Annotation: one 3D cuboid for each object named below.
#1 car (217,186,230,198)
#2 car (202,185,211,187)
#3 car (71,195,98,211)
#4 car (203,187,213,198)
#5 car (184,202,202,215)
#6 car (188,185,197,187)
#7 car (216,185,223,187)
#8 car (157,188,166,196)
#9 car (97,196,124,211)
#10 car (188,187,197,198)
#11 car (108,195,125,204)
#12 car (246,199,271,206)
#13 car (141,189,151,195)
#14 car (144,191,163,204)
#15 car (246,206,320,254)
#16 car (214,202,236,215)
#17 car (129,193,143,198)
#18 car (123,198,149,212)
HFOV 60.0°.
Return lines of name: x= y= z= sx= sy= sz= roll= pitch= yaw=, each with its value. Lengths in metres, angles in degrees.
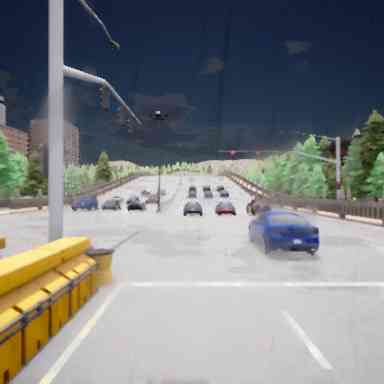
car: x=7.085 y=0.306 z=72.608 sx=1.882 sy=1.535 sz=5.008 roll=0 pitch=7 yaw=0
car: x=3.640 y=-0.981 z=82.649 sx=1.882 sy=1.535 sz=5.008 roll=0 pitch=7 yaw=0
car: x=-14.088 y=1.443 z=44.224 sx=2.150 sy=2.045 sz=5.566 roll=0 pitch=0 yaw=0
car: x=3.583 y=0.407 z=72.220 sx=2.033 sy=1.411 sz=5.357 roll=0 pitch=7 yaw=0
car: x=0.098 y=1.751 z=36.401 sx=1.994 sy=1.385 sz=4.181 roll=0 pitch=0 yaw=0
car: x=0.140 y=-0.959 z=82.671 sx=1.837 sy=1.490 sz=4.892 roll=0 pitch=7 yaw=0
car: x=7.140 y=-0.959 z=82.633 sx=1.837 sy=1.490 sz=4.892 roll=0 pitch=7 yaw=0
car: x=-6.900 y=-0.089 z=75.453 sx=2.128 sy=1.511 sz=4.902 roll=0 pitch=7 yaw=0
car: x=-10.583 y=1.722 z=43.866 sx=1.837 sy=1.490 sz=4.892 roll=0 pitch=0 yaw=0
car: x=0.083 y=0.408 z=72.239 sx=2.033 sy=1.411 sz=5.357 roll=0 pitch=7 yaw=0
car: x=-13.984 y=1.367 z=61.928 sx=1.895 sy=1.301 sz=4.718 roll=0 pitch=4 yaw=1
car: x=7.098 y=1.536 z=35.599 sx=2.097 sy=1.767 sz=4.553 roll=0 pitch=0 yaw=0
car: x=-10.401 y=0.032 z=75.223 sx=1.895 sy=1.301 sz=4.718 roll=0 pitch=7 yaw=0
car: x=-7.011 y=1.216 z=60.222 sx=2.097 sy=1.767 sz=4.553 roll=0 pitch=3 yaw=1
car: x=3.597 y=1.549 z=13.793 sx=1.882 sy=1.535 sz=5.008 roll=0 pitch=0 yaw=0
car: x=3.598 y=1.751 z=36.538 sx=1.994 sy=1.385 sz=4.181 roll=0 pitch=0 yaw=0
car: x=-10.518 y=1.461 z=59.671 sx=1.994 sy=1.385 sz=4.181 roll=0 pitch=3 yaw=1
car: x=-7.088 y=1.815 z=42.808 sx=1.895 sy=1.301 sz=4.718 roll=0 pitch=0 yaw=0
